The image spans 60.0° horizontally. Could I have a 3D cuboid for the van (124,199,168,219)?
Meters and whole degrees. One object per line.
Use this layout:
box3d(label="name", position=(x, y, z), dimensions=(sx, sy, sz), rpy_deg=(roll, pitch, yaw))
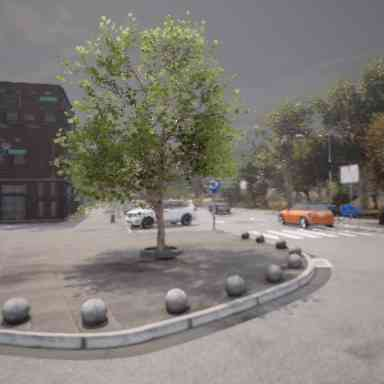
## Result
box3d(label="van", position=(-5.056, 1.864, 37.141), dimensions=(4.442, 1.987, 1.878), rpy_deg=(-1, 0, -33))

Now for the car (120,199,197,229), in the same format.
box3d(label="car", position=(-2.238, 1.628, 25.487), dimensions=(5.566, 2.045, 2.435), rpy_deg=(-1, 0, -33))

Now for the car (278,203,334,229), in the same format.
box3d(label="car", position=(7.887, 1.549, 23.426), dimensions=(2.097, 1.767, 4.553), rpy_deg=(-1, -1, -11))

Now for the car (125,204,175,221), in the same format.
box3d(label="car", position=(-4.277, 2.076, 34.282), dimensions=(4.674, 1.452, 2.002), rpy_deg=(-1, -1, -33))

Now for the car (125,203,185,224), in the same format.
box3d(label="car", position=(-3.433, 1.977, 31.459), dimensions=(5.366, 1.575, 1.946), rpy_deg=(-1, -1, -33))

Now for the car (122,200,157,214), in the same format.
box3d(label="car", position=(-7.637, 2.171, 48.924), dimensions=(4.553, 1.767, 2.185), rpy_deg=(-1, -1, -33))

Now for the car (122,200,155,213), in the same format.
box3d(label="car", position=(-8.311, 2.225, 51.849), dimensions=(4.553, 1.767, 2.185), rpy_deg=(-1, 0, -33))

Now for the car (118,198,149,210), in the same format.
box3d(label="car", position=(-11.704, 2.381, 66.491), dimensions=(5.566, 2.045, 2.435), rpy_deg=(-2, -1, -33))

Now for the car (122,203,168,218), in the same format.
box3d(label="car", position=(-5.626, 2.139, 40.130), dimensions=(5.008, 1.535, 2.097), rpy_deg=(-1, 0, -33))

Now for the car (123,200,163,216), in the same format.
box3d(label="car", position=(-6.347, 2.067, 43.048), dimensions=(4.553, 1.767, 2.185), rpy_deg=(-1, -1, -33))

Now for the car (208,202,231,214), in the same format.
box3d(label="car", position=(3.467, 2.034, 42.987), dimensions=(2.128, 1.511, 4.902), rpy_deg=(-1, -1, -13))

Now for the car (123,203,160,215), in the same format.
box3d(label="car", position=(-6.989, 2.285, 45.984), dimensions=(4.674, 1.452, 2.002), rpy_deg=(-1, -1, -33))
